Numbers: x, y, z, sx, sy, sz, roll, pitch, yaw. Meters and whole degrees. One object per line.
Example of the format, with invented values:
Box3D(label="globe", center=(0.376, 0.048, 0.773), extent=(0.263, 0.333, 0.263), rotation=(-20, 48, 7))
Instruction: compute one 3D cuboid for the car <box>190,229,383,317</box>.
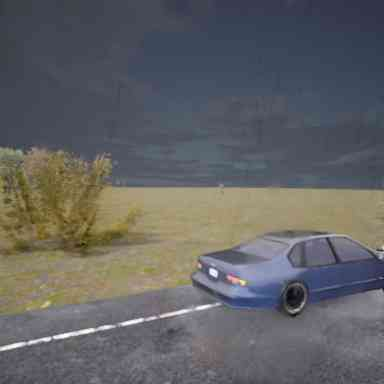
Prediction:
Box3D(label="car", center=(2.653, 1.569, 7.386), extent=(5.357, 1.411, 2.033), rotation=(0, 0, -27))
